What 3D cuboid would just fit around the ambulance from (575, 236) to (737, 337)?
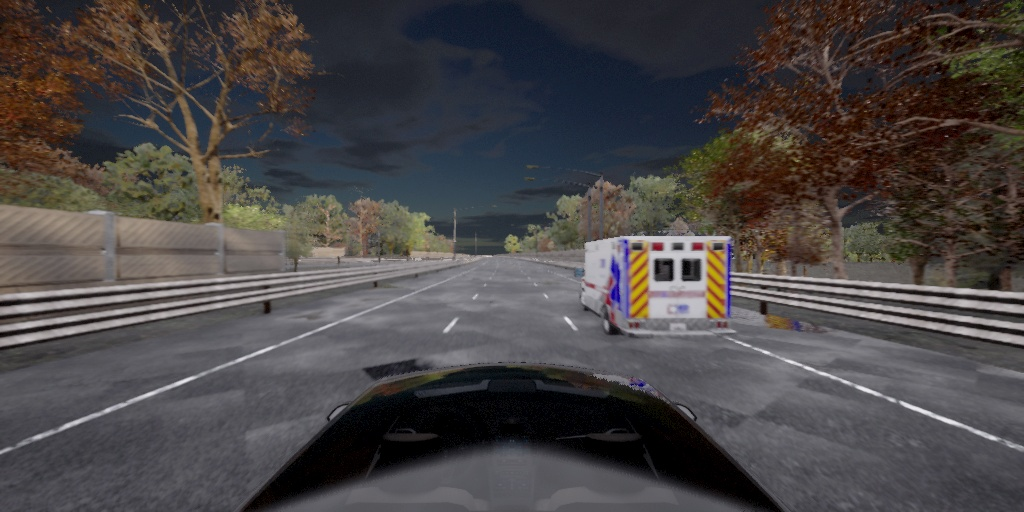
[{"bbox_3d":[3.473,0.799,10.429,2.351,2.431,6.366,0,0,0],"label":"ambulance"}]
